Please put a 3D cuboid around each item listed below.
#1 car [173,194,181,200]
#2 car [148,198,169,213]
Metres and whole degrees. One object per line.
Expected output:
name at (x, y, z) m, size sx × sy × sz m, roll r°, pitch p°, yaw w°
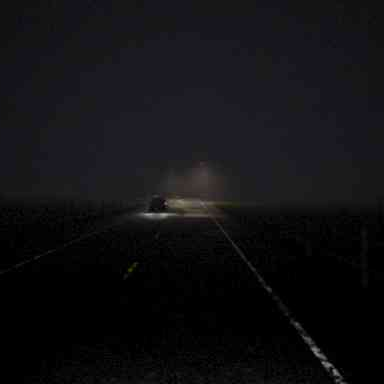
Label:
car at (-3.469, 1.180, 77.118) m, size 1.895 × 1.301 × 4.718 m, roll 0°, pitch 0°, yaw 0°
car at (-3.579, 1.396, 35.850) m, size 1.837 × 1.490 × 4.892 m, roll 0°, pitch 0°, yaw 0°
